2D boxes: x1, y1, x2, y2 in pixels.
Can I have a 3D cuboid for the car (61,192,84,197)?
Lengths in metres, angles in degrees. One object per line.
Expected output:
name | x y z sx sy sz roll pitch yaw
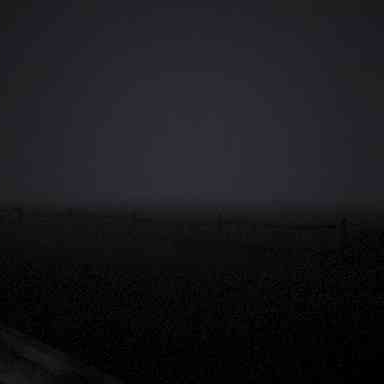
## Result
car | -30.595 0.972 85.128 1.882 1.535 5.008 0 0 12

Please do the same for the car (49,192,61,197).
car | -34.022 0.833 85.835 2.097 1.767 4.553 0 0 12

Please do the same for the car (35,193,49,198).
car | -37.438 1.002 86.602 2.033 1.411 5.357 0 0 12
